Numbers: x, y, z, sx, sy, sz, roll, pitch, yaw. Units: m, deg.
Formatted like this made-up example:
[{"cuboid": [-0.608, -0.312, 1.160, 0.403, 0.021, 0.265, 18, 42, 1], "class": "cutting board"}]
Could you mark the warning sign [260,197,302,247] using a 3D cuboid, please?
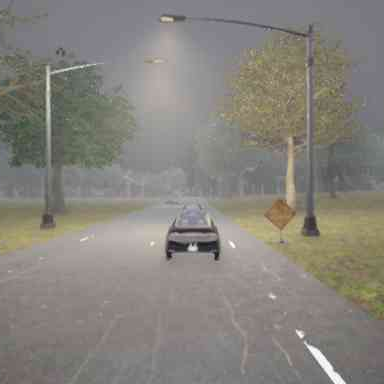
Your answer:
[{"cuboid": [3.517, 1.162, 13.246, 1.300, 1.860, 1.060, -2, -2, 0], "class": "warning sign"}]

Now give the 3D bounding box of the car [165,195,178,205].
[{"cuboid": [-3.538, 1.405, 58.346, 2.097, 1.767, 4.553, 0, 0, 0], "class": "car"}]

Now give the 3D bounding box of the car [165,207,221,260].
[{"cuboid": [0.048, 1.536, 12.633, 2.128, 1.511, 4.902, 0, 0, 1], "class": "car"}]

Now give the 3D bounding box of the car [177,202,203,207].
[{"cuboid": [0.052, 1.647, 27.724, 1.994, 1.385, 4.181, 0, 0, 1], "class": "car"}]
